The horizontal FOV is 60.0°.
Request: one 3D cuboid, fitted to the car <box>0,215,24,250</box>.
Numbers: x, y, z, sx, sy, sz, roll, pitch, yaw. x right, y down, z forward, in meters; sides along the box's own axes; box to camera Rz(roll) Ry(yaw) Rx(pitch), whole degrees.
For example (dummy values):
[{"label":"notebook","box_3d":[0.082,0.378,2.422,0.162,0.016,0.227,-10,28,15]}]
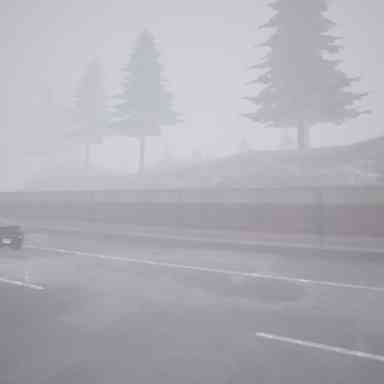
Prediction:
[{"label":"car","box_3d":[-8.530,1.599,13.275,4.674,1.442,1.812,0,0,35]}]
